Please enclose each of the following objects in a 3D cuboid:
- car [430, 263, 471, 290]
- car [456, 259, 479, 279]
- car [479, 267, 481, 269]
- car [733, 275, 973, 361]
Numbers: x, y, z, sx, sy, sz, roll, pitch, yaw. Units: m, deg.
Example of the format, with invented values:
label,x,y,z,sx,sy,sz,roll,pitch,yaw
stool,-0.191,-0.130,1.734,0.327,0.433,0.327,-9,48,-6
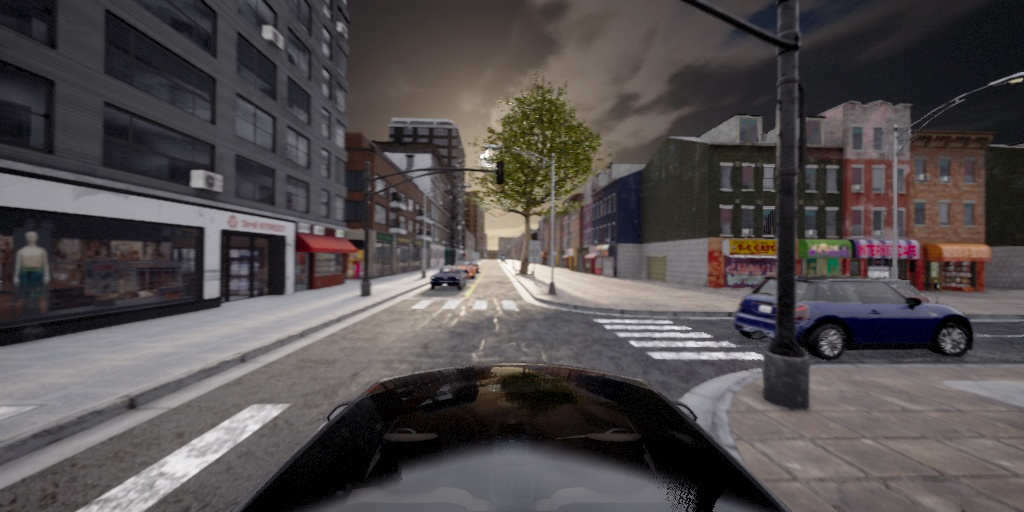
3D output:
label,x,y,z,sx,sy,sz,roll,pitch,yaw
car,-3.925,1.344,22.690,1.895,1.301,4.718,1,0,-3
car,-4.395,1.109,32.720,2.097,1.767,4.553,1,0,-3
car,-4.880,1.300,42.978,1.812,1.442,4.674,1,0,-3
car,7.826,1.250,8.398,4.553,1.767,2.097,1,0,-8
